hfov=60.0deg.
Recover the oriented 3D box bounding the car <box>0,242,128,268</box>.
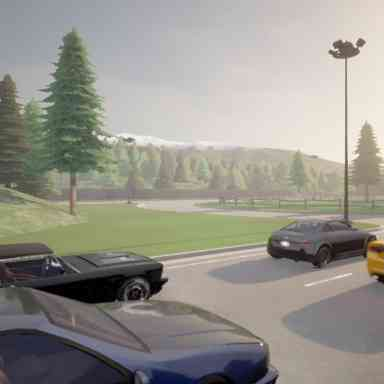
[{"bbox_3d":[-2.816,1.601,6.039,4.718,1.301,1.895,0,0,-35],"label":"car"}]

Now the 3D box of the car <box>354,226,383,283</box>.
[{"bbox_3d":[6.429,1.478,8.435,5.008,1.535,1.882,0,0,-35],"label":"car"}]

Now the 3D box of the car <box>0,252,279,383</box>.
[{"bbox_3d":[-1.732,1.548,2.511,5.357,1.411,2.033,0,0,-36],"label":"car"}]

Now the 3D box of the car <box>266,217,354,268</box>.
[{"bbox_3d":[4.518,1.564,11.374,4.181,1.385,1.994,0,0,-35],"label":"car"}]
